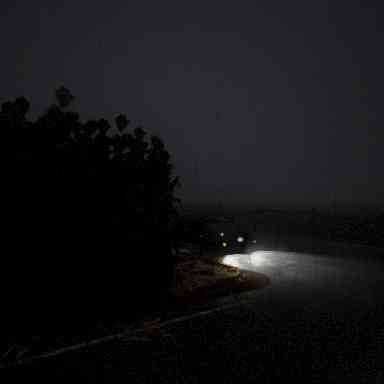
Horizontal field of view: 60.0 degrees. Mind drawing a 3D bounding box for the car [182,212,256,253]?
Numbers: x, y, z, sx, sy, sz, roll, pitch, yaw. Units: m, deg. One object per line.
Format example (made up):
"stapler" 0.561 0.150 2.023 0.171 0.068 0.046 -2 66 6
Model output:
"car" 0.734 1.561 13.877 1.994 1.385 4.181 0 0 -32
